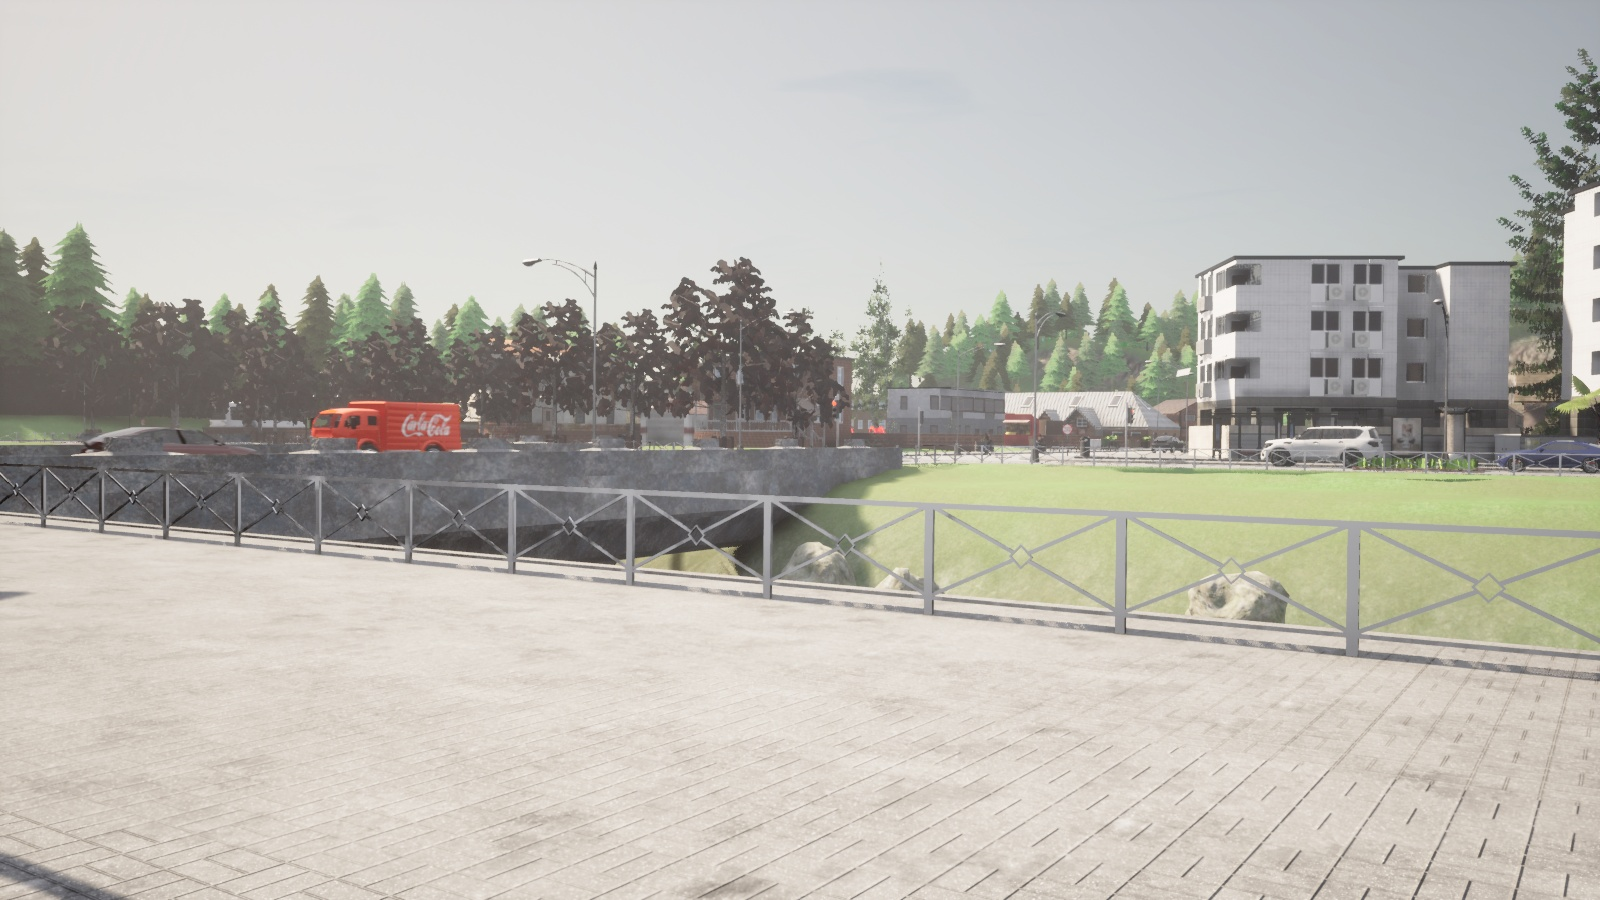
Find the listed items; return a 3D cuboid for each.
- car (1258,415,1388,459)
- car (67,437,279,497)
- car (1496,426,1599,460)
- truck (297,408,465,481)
[{"bbox_3d":[25.532,-0.618,61.345,5.566,2.045,2.150,0,1,33],"label":"car"},{"bbox_3d":[-17.262,0.412,34.822,2.163,1.488,4.792,0,1,34],"label":"car"},{"bbox_3d":[33.718,-0.311,55.910,4.674,1.442,1.812,0,1,33],"label":"car"},{"bbox_3d":[-15.052,-0.239,45.381,2.627,2.467,5.204,0,1,34],"label":"truck"}]
